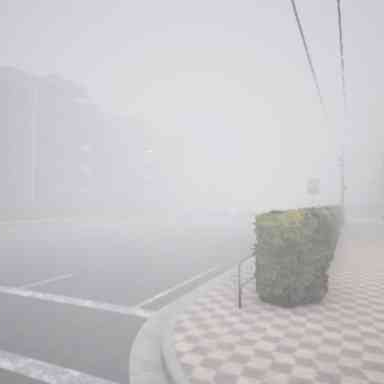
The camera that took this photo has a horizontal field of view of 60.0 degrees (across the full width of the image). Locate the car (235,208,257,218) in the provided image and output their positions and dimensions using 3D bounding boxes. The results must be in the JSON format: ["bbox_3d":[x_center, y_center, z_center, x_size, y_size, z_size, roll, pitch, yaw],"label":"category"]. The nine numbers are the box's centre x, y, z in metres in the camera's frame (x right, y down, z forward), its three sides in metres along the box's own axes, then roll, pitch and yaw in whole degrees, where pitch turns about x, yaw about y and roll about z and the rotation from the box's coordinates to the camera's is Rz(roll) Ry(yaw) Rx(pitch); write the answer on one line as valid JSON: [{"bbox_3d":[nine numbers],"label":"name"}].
[{"bbox_3d":[7.637,2.931,46.360,1.895,1.301,4.718,0,-2,26],"label":"car"}]

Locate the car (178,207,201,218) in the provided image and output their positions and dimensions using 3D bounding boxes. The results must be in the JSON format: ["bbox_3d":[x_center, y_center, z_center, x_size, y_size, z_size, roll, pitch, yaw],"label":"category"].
[{"bbox_3d":[-0.319,2.776,45.973,1.812,1.442,4.674,0,-2,25],"label":"car"}]

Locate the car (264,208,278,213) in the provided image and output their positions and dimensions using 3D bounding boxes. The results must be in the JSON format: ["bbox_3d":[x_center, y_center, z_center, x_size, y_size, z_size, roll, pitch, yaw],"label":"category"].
[{"bbox_3d":[10.968,2.889,45.095,1.994,1.385,4.181,0,-2,25],"label":"car"}]

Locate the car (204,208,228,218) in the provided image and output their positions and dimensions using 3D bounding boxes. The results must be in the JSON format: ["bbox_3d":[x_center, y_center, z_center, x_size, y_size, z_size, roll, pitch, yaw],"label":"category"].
[{"bbox_3d":[3.447,2.878,45.726,1.895,1.301,4.718,0,-2,26],"label":"car"}]
